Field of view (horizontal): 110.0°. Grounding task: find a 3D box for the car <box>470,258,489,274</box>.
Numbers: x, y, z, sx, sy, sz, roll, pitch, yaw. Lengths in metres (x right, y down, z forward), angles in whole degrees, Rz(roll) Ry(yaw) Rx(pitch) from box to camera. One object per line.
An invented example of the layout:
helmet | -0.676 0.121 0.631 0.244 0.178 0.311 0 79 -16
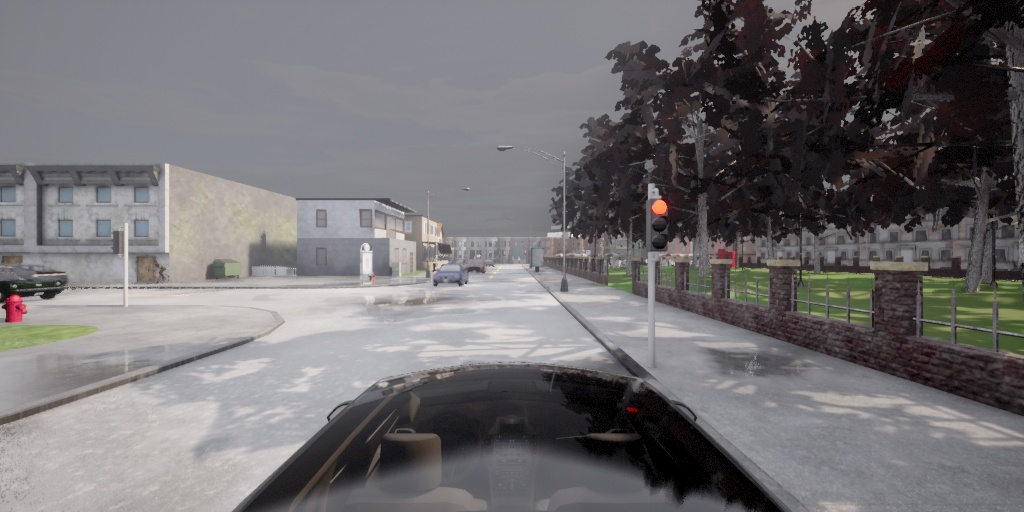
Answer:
car | -4.116 1.101 41.287 2.097 1.767 4.553 0 0 0

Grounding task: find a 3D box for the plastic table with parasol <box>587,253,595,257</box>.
plastic table with parasol | 14.644 0.673 63.252 2.482 2.480 2.482 0 0 -42

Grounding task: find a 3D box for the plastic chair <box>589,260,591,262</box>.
plastic chair | 13.692 1.304 62.364 0.730 1.272 0.750 0 0 -35

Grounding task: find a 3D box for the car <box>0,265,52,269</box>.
car | -27.832 1.241 19.941 4.902 1.511 2.128 0 0 0

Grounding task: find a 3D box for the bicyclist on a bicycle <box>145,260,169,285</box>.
bicyclist on a bicycle | -23.871 1.098 24.156 0.582 1.620 1.656 0 0 0

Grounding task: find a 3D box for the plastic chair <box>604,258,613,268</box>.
plastic chair | 14.296 1.306 54.136 0.730 1.272 0.750 0 0 -35

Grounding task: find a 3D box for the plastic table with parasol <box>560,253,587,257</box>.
plastic table with parasol | 9.949 0.684 57.775 2.482 2.480 2.482 0 0 -40

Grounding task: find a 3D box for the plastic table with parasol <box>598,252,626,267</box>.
plastic table with parasol | 15.269 0.694 55.039 2.482 2.480 2.482 0 0 -40

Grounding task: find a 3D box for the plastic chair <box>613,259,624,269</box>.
plastic chair | 16.003 1.296 54.041 0.750 1.272 0.730 0 0 -40

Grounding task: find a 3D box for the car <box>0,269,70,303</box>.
car | -22.993 1.351 15.758 4.718 1.301 1.895 0 0 0

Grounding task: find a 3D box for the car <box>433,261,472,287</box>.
car | -4.109 1.275 24.596 1.812 1.442 4.674 0 0 0

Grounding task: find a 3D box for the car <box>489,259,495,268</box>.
car | -4.066 1.298 63.229 2.033 1.411 5.357 0 0 0
